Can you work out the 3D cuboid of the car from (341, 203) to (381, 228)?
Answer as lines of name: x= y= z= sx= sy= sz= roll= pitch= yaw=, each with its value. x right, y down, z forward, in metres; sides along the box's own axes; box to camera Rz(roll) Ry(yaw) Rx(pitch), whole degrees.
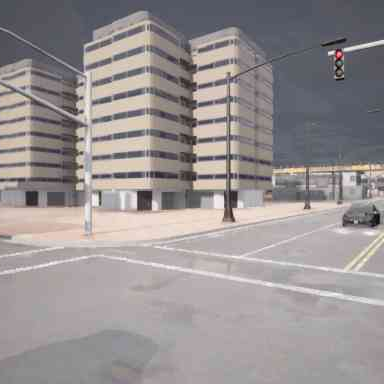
car: x=11.308 y=1.554 z=22.111 sx=1.837 sy=1.490 sz=4.892 roll=0 pitch=0 yaw=35
